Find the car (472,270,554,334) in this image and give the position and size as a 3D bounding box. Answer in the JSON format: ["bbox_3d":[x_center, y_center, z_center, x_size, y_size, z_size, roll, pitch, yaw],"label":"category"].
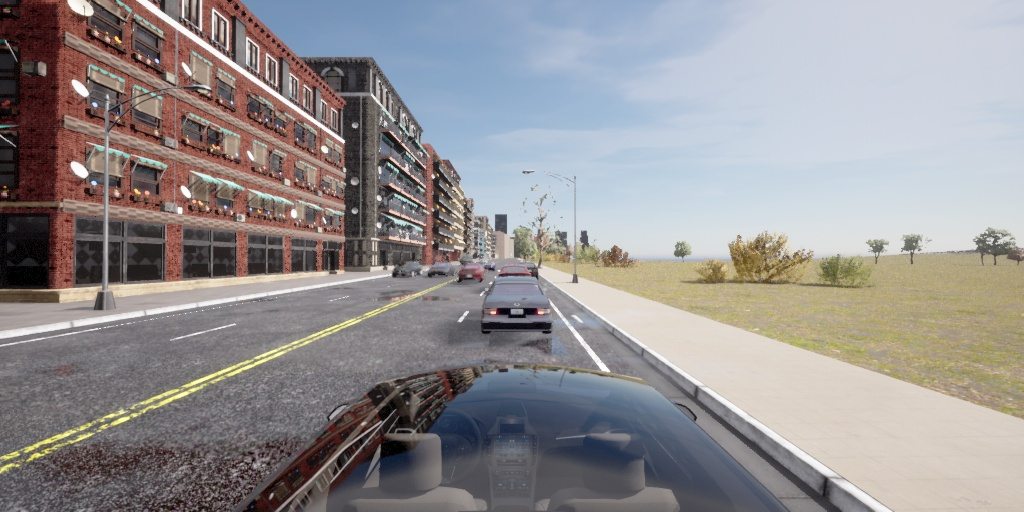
[{"bbox_3d":[0.121,1.299,10.596,2.033,1.411,5.357,0,0,0],"label":"car"}]

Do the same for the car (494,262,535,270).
[{"bbox_3d":[0.151,1.231,21.136,1.882,1.535,5.008,0,0,0],"label":"car"}]

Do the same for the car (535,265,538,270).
[{"bbox_3d":[1.210,1.232,30.573,1.882,1.535,5.008,0,0,0],"label":"car"}]

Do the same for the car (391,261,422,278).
[{"bbox_3d":[-9.770,1.258,33.674,1.837,1.490,4.892,0,0,0],"label":"car"}]

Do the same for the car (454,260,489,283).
[{"bbox_3d":[-3.084,1.279,28.271,1.812,1.442,4.674,0,0,0],"label":"car"}]

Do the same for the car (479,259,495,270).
[{"bbox_3d":[-3.036,1.354,46.230,1.895,1.301,4.718,0,0,0],"label":"car"}]

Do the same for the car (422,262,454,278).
[{"bbox_3d":[-6.519,1.301,33.641,2.033,1.411,5.357,0,0,0],"label":"car"}]
